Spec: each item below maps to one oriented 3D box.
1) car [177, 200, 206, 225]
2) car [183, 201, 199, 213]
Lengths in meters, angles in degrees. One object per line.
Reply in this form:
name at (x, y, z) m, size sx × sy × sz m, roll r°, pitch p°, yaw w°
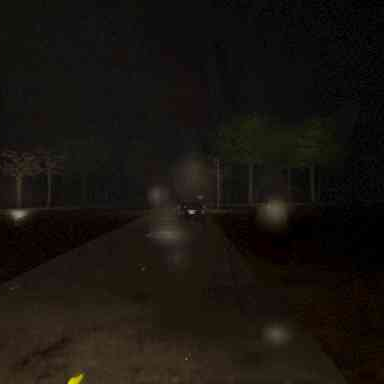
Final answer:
car at (-0.044, 1.460, 24.923) m, size 2.097 × 1.767 × 4.553 m, roll 0°, pitch -1°, yaw 0°
car at (-0.145, 1.863, 42.902) m, size 2.033 × 1.411 × 5.357 m, roll 0°, pitch -1°, yaw 0°
